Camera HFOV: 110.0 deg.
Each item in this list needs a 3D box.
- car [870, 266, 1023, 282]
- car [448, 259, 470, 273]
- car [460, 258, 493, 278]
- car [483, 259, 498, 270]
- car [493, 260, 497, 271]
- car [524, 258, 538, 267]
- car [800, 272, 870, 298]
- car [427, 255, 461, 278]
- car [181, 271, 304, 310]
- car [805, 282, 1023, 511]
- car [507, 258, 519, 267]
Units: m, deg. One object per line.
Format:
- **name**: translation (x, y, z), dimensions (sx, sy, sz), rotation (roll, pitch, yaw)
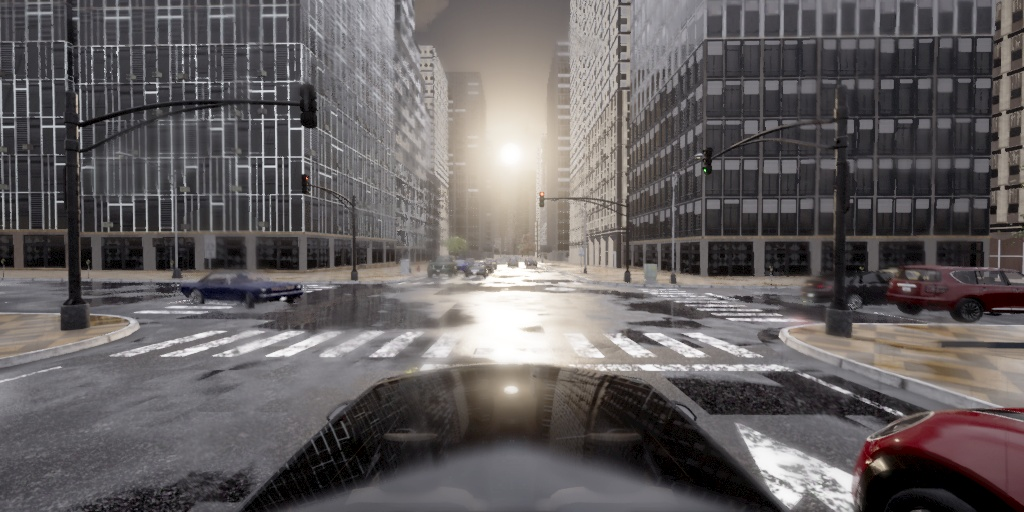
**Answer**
- **car**: translation (16.226, 1.281, 12.529), dimensions (5.009, 1.841, 2.192), rotation (0, 0, 1)
- **car**: translation (-6.458, 1.201, 44.155), dimensions (1.882, 1.535, 5.008), rotation (0, 0, 0)
- **car**: translation (-3.242, 1.224, 33.947), dimensions (2.128, 1.511, 4.902), rotation (0, 0, 1)
- **car**: translation (-3.170, 1.261, 53.932), dimensions (2.033, 1.411, 5.357), rotation (0, 0, 0)
- **car**: translation (-3.213, 1.325, 43.228), dimensions (1.895, 1.301, 4.718), rotation (0, 0, 0)
- **car**: translation (3.457, 1.303, 63.386), dimensions (1.895, 1.301, 4.718), rotation (0, 0, 0)
- **car**: translation (15.059, 1.421, 15.129), dimensions (4.892, 1.490, 1.837), rotation (0, 1, 1)
- **car**: translation (-6.483, 0.954, 34.190), dimensions (2.150, 2.045, 5.566), rotation (0, 0, 0)
- **car**: translation (-10.836, 1.303, 14.496), dimensions (4.718, 1.301, 1.895), rotation (1, 1, 19)
- **car**: translation (3.253, 1.102, 0.415), dimensions (2.097, 1.767, 4.553), rotation (0, 0, 0)
- **car**: translation (0.206, 1.266, 63.368), dimensions (1.994, 1.385, 4.181), rotation (0, 0, 0)
